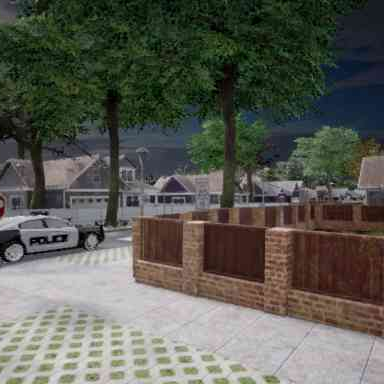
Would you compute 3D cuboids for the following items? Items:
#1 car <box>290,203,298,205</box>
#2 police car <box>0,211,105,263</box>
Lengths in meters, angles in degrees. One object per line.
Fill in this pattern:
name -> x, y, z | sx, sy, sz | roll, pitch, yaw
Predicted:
car -> 14.538, 2.363, 46.524 | 2.128, 1.511, 4.902 | -1, -2, 35
police car -> -5.661, 1.552, 12.644 | 1.930, 1.638, 5.238 | -1, -2, 35
